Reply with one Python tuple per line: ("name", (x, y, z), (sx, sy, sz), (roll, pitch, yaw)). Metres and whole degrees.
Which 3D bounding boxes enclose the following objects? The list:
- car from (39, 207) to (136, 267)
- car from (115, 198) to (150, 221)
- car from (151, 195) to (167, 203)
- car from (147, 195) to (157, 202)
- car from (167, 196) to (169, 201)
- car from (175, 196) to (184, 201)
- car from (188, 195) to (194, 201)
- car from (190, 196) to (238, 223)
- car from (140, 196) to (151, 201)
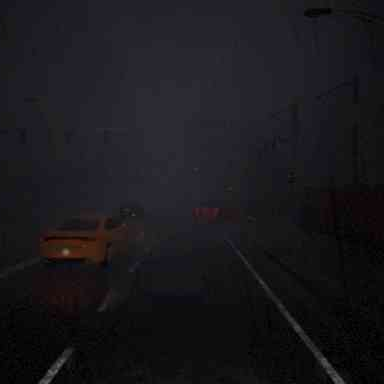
("car", (-3.438, 1.504, 11.588), (1.882, 1.535, 5.008), (0, 0, 0))
("car", (-5.312, 1.554, 27.848), (2.128, 1.511, 4.902), (0, 0, -21))
("car", (-6.993, 1.636, 71.032), (1.882, 1.535, 5.008), (0, 0, 0))
("car", (-10.491, 1.657, 87.112), (1.882, 1.535, 5.008), (0, 0, 0))
("car", (-6.991, 1.658, 87.111), (1.882, 1.535, 5.008), (0, 0, 0))
("car", (-3.491, 1.714, 86.941), (2.128, 1.511, 4.902), (0, 0, 0))
("car", (0.009, 1.785, 86.708), (1.895, 1.301, 4.718), (0, 0, 0))
("car", (1.982, 1.411, 26.469), (2.097, 1.767, 4.553), (0, 0, 27))
("car", (-10.493, 1.753, 71.004), (1.895, 1.301, 4.718), (0, 0, 0))
